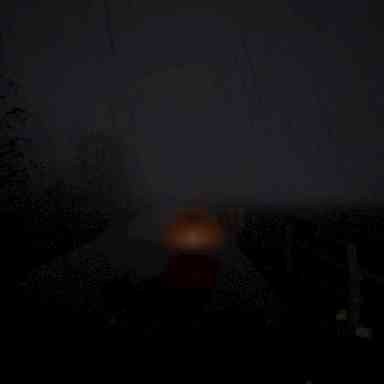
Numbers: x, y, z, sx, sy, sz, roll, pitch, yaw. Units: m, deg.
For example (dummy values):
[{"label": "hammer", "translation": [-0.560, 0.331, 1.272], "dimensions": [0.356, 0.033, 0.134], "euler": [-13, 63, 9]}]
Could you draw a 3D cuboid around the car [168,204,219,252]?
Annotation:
[{"label": "car", "translation": [0.058, 1.483, 14.039], "dimensions": [1.882, 1.535, 5.008], "euler": [0, 0, 0]}]

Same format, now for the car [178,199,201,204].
[{"label": "car", "translation": [0.053, 1.511, 27.888], "dimensions": [1.837, 1.490, 4.892], "euler": [0, 0, 0]}]

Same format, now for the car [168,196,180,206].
[{"label": "car", "translation": [-2.785, 1.483, 54.661], "dimensions": [1.837, 1.490, 4.892], "euler": [0, 0, 1]}]
